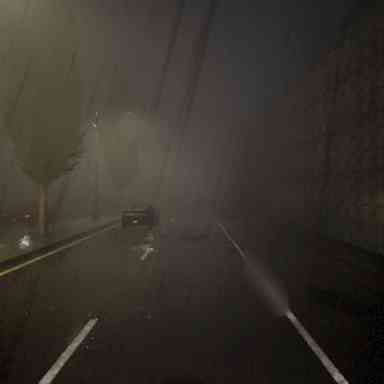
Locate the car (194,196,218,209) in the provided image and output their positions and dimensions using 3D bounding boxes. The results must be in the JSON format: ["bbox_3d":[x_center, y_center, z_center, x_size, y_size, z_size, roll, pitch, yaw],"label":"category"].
[{"bbox_3d":[1.962,1.277,44.970,2.097,1.767,4.553,0,1,22],"label":"car"}]

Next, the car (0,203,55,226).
[{"bbox_3d":[-11.325,1.539,23.472,1.812,1.442,4.674,0,0,1],"label":"car"}]

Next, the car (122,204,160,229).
[{"bbox_3d":[-3.238,1.505,21.511,2.128,1.511,4.902,0,0,0],"label":"car"}]
